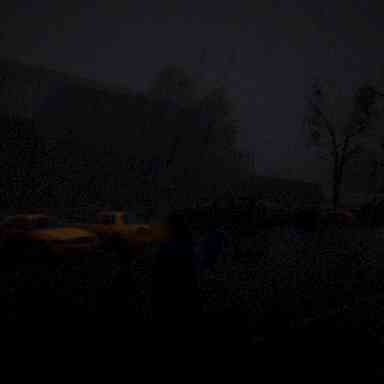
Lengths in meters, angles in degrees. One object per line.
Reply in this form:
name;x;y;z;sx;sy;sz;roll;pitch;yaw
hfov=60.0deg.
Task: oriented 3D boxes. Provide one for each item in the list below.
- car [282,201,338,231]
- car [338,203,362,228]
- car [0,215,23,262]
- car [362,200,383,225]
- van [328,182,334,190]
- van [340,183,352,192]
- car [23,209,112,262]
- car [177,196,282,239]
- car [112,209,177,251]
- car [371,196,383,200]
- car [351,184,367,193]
car;6.460;1.407;21.100;4.553;1.767;2.185;-1;-1;35
car;8.855;1.424;22.883;4.553;1.767;2.185;-1;-1;34
car;-8.201;1.242;10.664;5.566;2.045;2.435;-1;-1;35
car;11.321;1.568;24.608;4.892;1.521;2.231;-1;-1;35
van;35.519;-1.400;81.630;1.878;1.987;4.442;7;3;35
van;37.247;-1.127;79.158;1.878;1.987;4.442;7;3;35
car;-5.627;1.487;12.310;5.366;1.575;1.946;-1;-1;35
car;1.519;1.258;17.649;5.566;2.045;2.435;-1;-1;35
car;-3.494;1.496;14.256;5.366;1.575;1.946;-1;-1;35
car;16.187;1.355;28.100;5.566;2.045;2.435;-1;-1;35
car;39.004;-0.628;76.794;2.231;1.521;4.892;7;3;35
